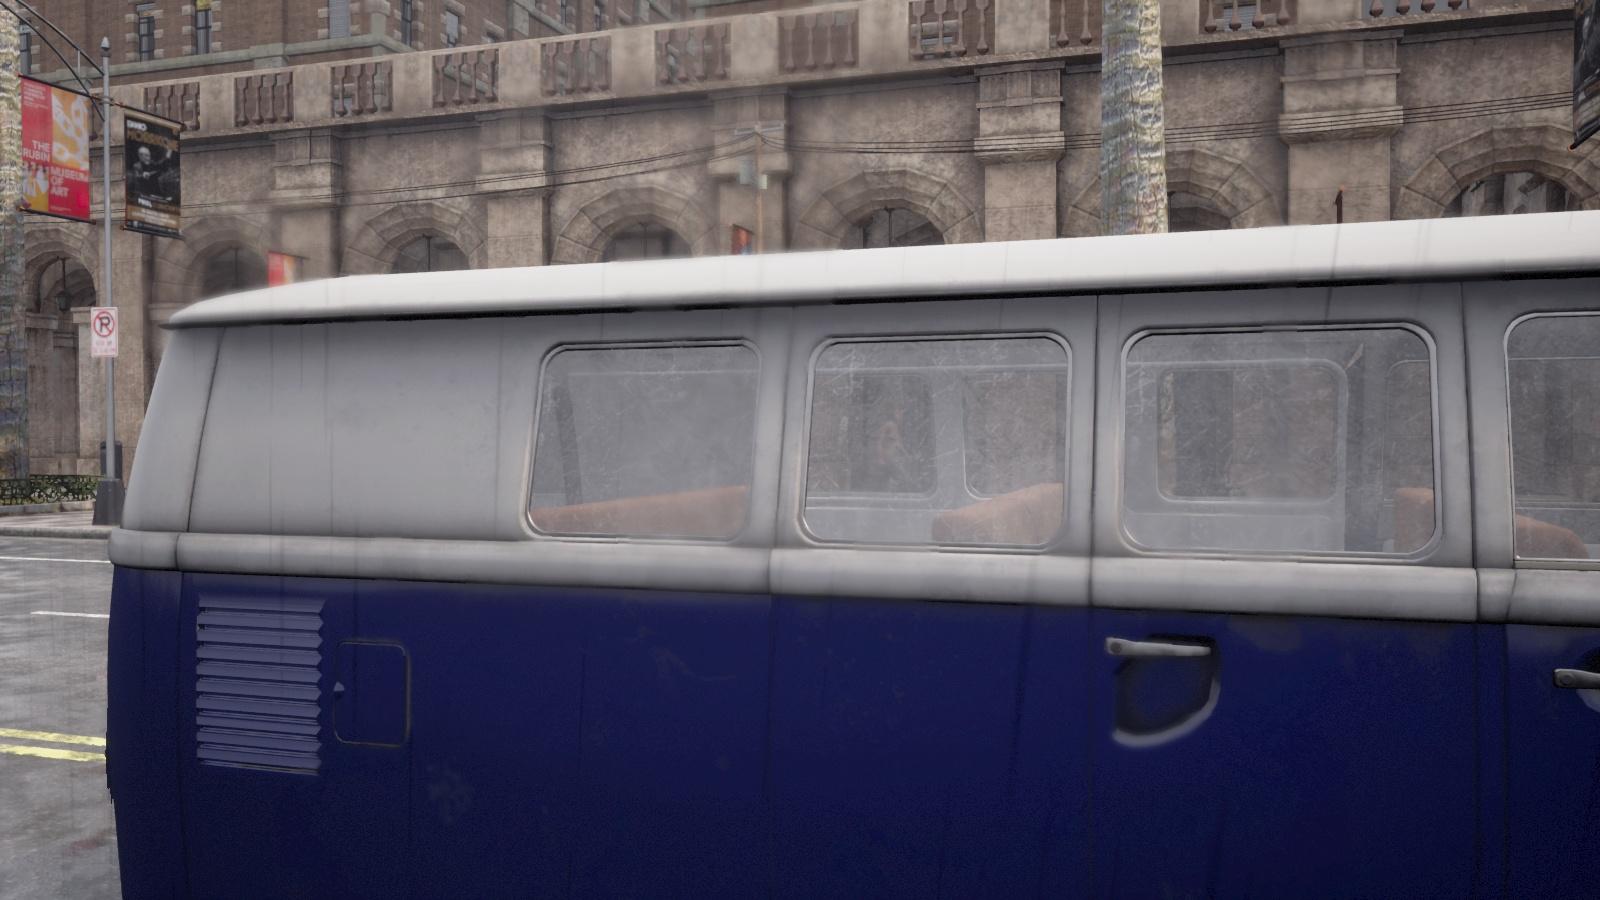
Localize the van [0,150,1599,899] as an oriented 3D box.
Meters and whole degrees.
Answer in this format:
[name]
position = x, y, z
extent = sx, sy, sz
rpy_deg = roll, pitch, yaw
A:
[van]
position = 0.567, 0.533, 2.993
extent = 4.442, 1.987, 1.775
rpy_deg = 1, 1, 18
